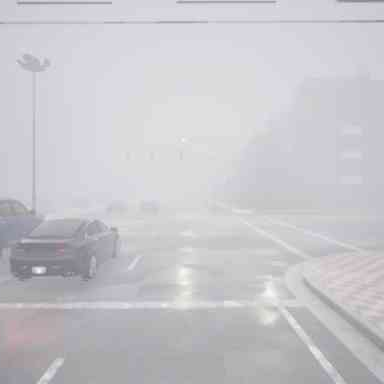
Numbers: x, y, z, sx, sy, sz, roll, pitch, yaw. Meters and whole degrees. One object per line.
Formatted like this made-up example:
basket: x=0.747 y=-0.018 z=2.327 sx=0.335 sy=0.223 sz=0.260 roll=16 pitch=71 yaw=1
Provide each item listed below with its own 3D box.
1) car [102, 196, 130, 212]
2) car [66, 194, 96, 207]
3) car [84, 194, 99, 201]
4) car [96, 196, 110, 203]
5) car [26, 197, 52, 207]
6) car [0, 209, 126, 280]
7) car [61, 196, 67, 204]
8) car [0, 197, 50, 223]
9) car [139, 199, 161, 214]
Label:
car: x=-7.911 y=1.488 z=35.669 sx=1.812 sy=1.442 sz=4.674 roll=0 pitch=0 yaw=-2
car: x=-16.388 y=1.439 z=49.443 sx=2.128 sy=1.511 sz=4.902 roll=0 pitch=0 yaw=0
car: x=-23.403 y=1.303 z=77.649 sx=1.882 sy=1.535 sz=5.008 roll=0 pitch=0 yaw=0
car: x=-16.388 y=1.479 z=64.795 sx=2.033 sy=1.411 sz=5.357 roll=0 pitch=0 yaw=0
car: x=-23.383 y=1.510 z=50.916 sx=1.994 sy=1.385 sz=4.181 roll=0 pitch=0 yaw=0
car: x=-3.453 y=1.495 z=9.905 sx=1.837 sy=1.490 sz=4.892 roll=0 pitch=0 yaw=0
car: x=-23.388 y=1.436 z=63.638 sx=1.837 sy=1.490 sz=4.892 roll=0 pitch=0 yaw=0
car: x=-7.017 y=1.208 z=11.578 sx=2.150 sy=2.045 sz=5.566 roll=0 pitch=0 yaw=-1
car: x=-4.358 y=1.454 z=34.657 sx=2.128 sy=1.511 sz=4.902 roll=0 pitch=0 yaw=-2
